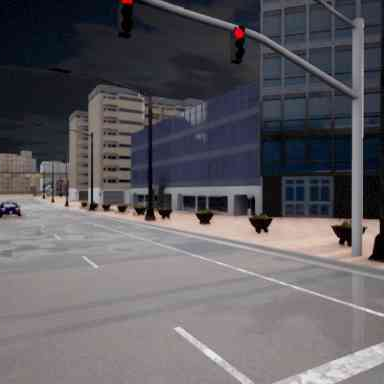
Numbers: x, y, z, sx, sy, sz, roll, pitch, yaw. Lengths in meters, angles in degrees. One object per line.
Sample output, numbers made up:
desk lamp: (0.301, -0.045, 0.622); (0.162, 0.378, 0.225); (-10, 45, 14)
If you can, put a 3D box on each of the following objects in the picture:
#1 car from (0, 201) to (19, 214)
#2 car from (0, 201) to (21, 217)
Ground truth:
car: (-24.484, 1.981, 44.429); (2.128, 1.511, 4.902); (0, -1, -30)
car: (-19.379, 1.894, 35.569); (1.812, 1.442, 4.674); (0, -1, -29)
